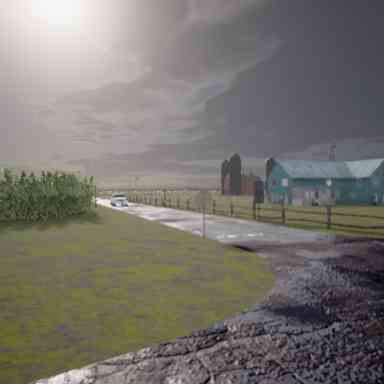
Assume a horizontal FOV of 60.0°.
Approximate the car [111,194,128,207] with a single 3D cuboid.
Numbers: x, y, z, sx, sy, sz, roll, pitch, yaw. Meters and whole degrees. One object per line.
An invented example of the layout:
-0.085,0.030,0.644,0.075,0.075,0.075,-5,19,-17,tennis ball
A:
-11.967,1.306,54.451,2.150,2.045,5.566,-1,0,-21,car
